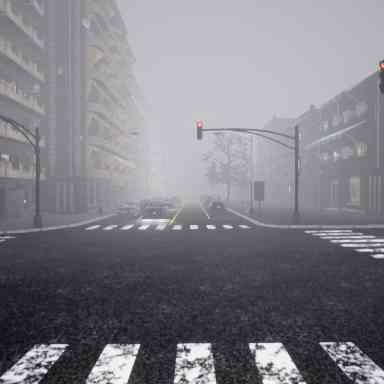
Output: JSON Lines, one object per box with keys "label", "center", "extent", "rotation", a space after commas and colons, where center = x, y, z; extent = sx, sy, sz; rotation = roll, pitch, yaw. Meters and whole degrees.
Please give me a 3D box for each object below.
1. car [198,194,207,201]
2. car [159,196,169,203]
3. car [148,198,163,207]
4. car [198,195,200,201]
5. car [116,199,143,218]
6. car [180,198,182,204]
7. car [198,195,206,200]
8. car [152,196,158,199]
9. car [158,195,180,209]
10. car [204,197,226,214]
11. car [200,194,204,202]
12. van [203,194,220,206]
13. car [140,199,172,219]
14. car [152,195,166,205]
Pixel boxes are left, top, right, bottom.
{"label": "car", "center": [2.661, 1.396, 85.518], "extent": [1.967, 1.590, 4.097], "rotation": [0, 0, 0]}
{"label": "car", "center": [-5.713, 1.551, 68.923], "extent": [1.802, 1.307, 4.206], "rotation": [0, 0, 0]}
{"label": "car", "center": [-5.709, 1.562, 52.323], "extent": [1.802, 1.307, 4.206], "rotation": [0, 0, 0]}
{"label": "car", "center": [2.663, 1.280, 74.451], "extent": [2.192, 1.841, 5.009], "rotation": [0, 0, 0]}
{"label": "car", "center": [-5.703, 1.542, 30.188], "extent": [2.008, 1.369, 4.403], "rotation": [0, 0, 0]}
{"label": "car", "center": [-3.025, 1.500, 62.664], "extent": [1.812, 1.442, 4.674], "rotation": [0, 0, 0]}
{"label": "car", "center": [2.661, 1.495, 91.052], "extent": [1.887, 1.381, 4.507], "rotation": [0, 0, 0]}
{"label": "car", "center": [-5.705, 1.531, 41.255], "extent": [1.887, 1.381, 4.507], "rotation": [0, 0, 0]}
{"label": "car", "center": [-3.112, 1.532, 44.546], "extent": [2.033, 1.411, 5.357], "rotation": [0, 0, 0]}
{"label": "car", "center": [2.677, 1.555, 35.717], "extent": [1.947, 1.339, 4.313], "rotation": [0, 0, 0]}
{"label": "car", "center": [2.671, 1.420, 52.318], "extent": [1.967, 1.590, 4.097], "rotation": [0, 0, 0]}
{"label": "van", "center": [2.673, 1.327, 41.250], "extent": [1.690, 1.788, 3.998], "rotation": [0, 0, 0]}
{"label": "car", "center": [-3.118, 1.555, 29.349], "extent": [1.994, 1.385, 4.181], "rotation": [0, 0, -1]}
{"label": "car", "center": [-5.712, 1.417, 57.856], "extent": [1.967, 1.590, 4.097], "rotation": [0, 0, 0]}
